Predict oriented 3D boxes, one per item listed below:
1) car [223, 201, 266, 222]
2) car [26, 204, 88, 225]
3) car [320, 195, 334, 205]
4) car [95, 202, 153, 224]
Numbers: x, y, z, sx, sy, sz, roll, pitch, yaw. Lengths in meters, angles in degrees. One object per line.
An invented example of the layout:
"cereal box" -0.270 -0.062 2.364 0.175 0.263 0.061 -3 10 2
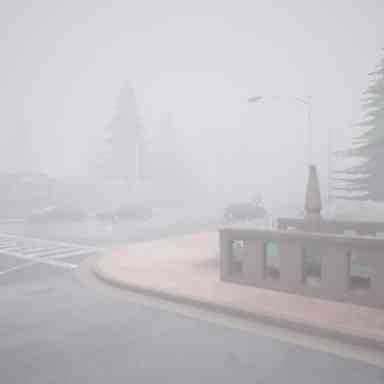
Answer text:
"car" 4.369 1.541 27.136 1.837 1.490 4.892 0 0 37
"car" -10.245 1.643 25.558 1.812 1.442 4.674 0 0 38
"car" 22.653 1.350 56.909 2.097 1.767 4.553 0 0 37
"car" -5.301 1.568 26.239 1.882 1.535 5.008 0 0 38
